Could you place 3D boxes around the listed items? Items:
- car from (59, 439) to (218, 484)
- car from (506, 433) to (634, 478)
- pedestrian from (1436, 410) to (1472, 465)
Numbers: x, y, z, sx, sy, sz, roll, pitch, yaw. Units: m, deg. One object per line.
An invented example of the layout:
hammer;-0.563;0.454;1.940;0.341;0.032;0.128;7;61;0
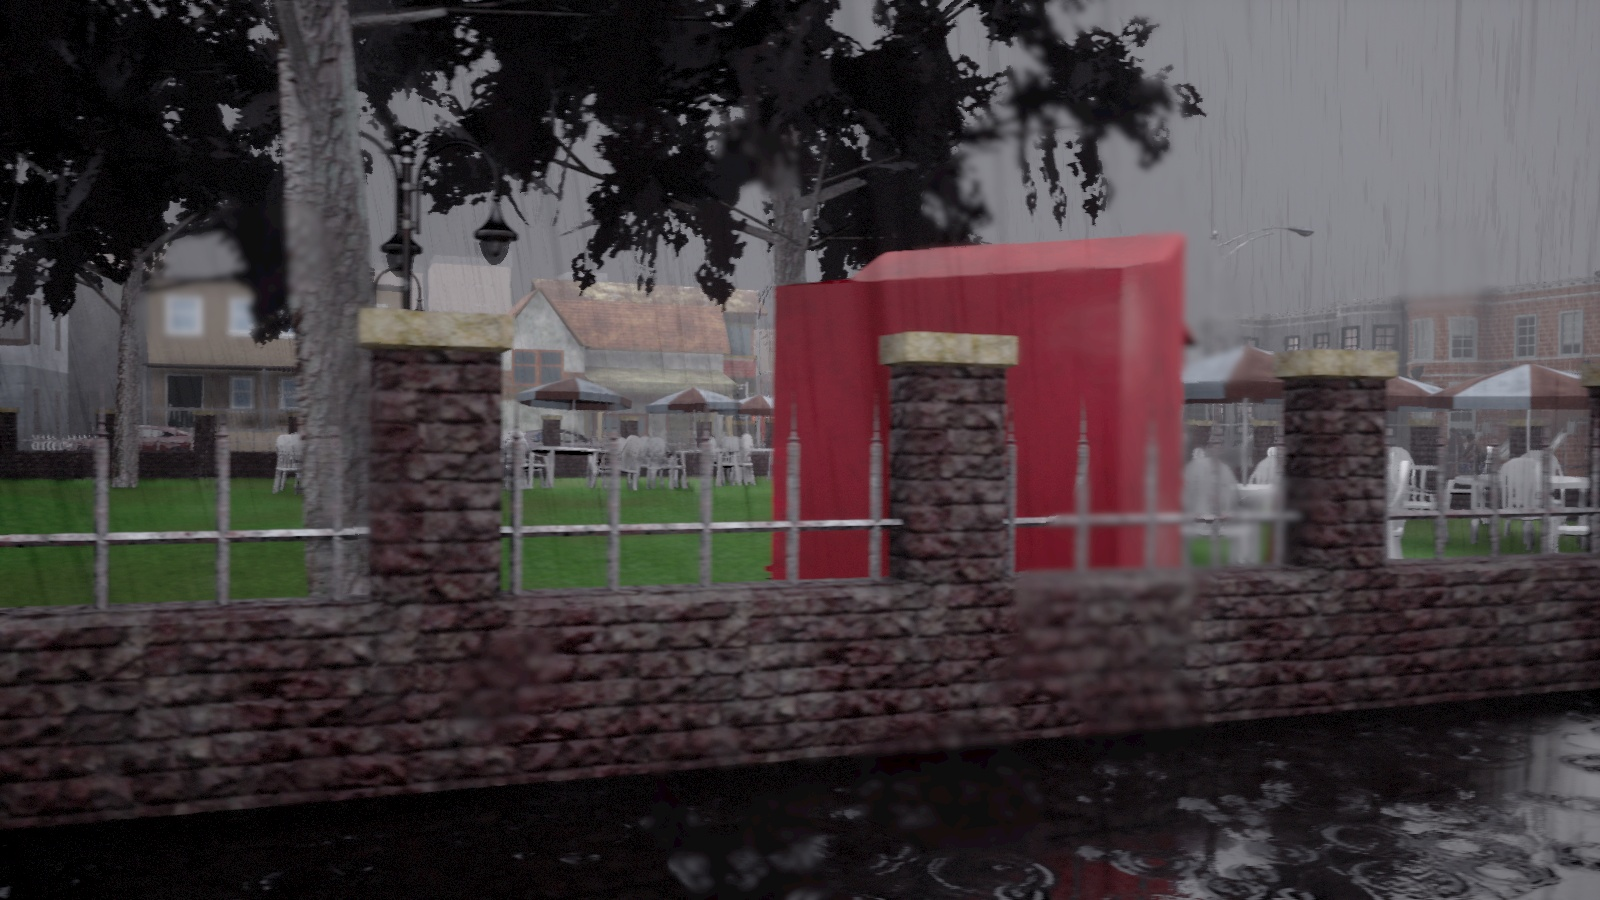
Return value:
car;-22.816;0.362;43.529;4.674;1.442;1.812;-1;1;-21
car;-8.213;0.172;44.772;4.193;1.474;1.816;-1;1;-21
pedestrian;22.268;-0.430;42.751;0.634;1.844;0.899;-1;1;-31
